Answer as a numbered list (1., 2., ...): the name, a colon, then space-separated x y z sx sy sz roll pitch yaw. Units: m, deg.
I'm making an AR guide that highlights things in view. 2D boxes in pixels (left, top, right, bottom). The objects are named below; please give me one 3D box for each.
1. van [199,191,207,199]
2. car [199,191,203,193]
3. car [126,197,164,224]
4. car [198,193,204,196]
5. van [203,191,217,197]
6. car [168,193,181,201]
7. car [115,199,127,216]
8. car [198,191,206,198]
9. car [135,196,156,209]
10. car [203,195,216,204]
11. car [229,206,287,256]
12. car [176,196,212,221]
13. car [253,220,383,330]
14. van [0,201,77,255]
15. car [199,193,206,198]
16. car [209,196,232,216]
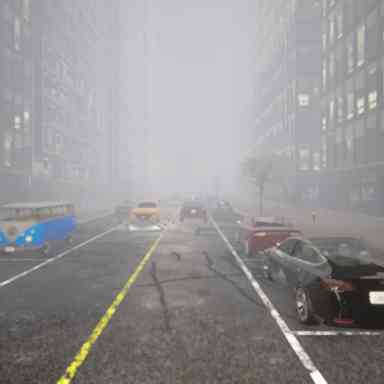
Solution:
1. van: 2.713 0.703 80.852 1.690 1.788 3.998 0 1 0
2. car: 2.707 1.035 63.931 1.752 1.417 4.829 0 0 0
3. car: -3.092 1.311 23.679 1.882 1.535 5.008 0 0 0
4. car: 0.111 1.192 42.608 2.163 1.488 4.792 0 0 0
5. van: 2.702 0.996 46.669 1.690 1.788 3.998 0 0 0
6. car: -3.006 1.069 64.137 1.994 1.385 4.181 0 0 1
7. car: -5.684 1.341 29.582 2.008 1.369 4.403 0 0 0
8. car: 2.716 0.567 92.246 2.192 1.841 5.009 0 1 0
9. car: -5.680 1.252 40.977 2.008 1.369 4.403 0 0 0
10. car: 2.704 1.189 52.368 1.802 1.307 4.206 0 0 0
11. car: 2.691 1.458 12.488 1.887 1.381 4.507 0 0 0
12. car: 0.108 1.328 25.053 2.163 1.488 4.792 0 0 0
13. car: 2.689 1.519 6.790 1.947 1.339 4.313 0 0 0
14. van: -5.690 1.255 12.490 1.690 1.788 3.998 0 0 0
15. car: 2.715 0.852 86.552 1.887 1.381 4.507 0 1 0
16. car: 2.697 1.314 29.749 1.752 1.417 4.829 0 0 0
